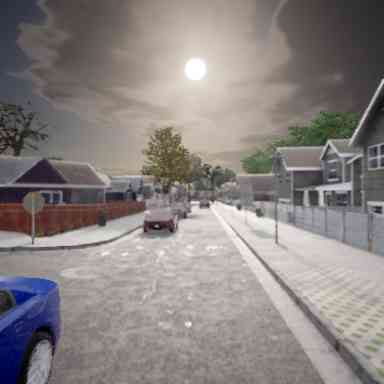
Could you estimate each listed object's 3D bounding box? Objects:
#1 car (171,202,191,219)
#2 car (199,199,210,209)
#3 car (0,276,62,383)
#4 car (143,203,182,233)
[{"bbox_3d":[-1.541,1.813,34.729,2.097,1.767,4.553,0,-1,2],"label":"car"},{"bbox_3d":[2.451,2.235,64.010,2.097,1.767,4.553,0,-1,2],"label":"car"},{"bbox_3d":[-2.692,1.518,2.331,1.882,1.535,5.008,0,-1,2],"label":"car"},{"bbox_3d":[-1.980,1.767,22.086,1.882,1.535,5.008,0,-1,2],"label":"car"}]
